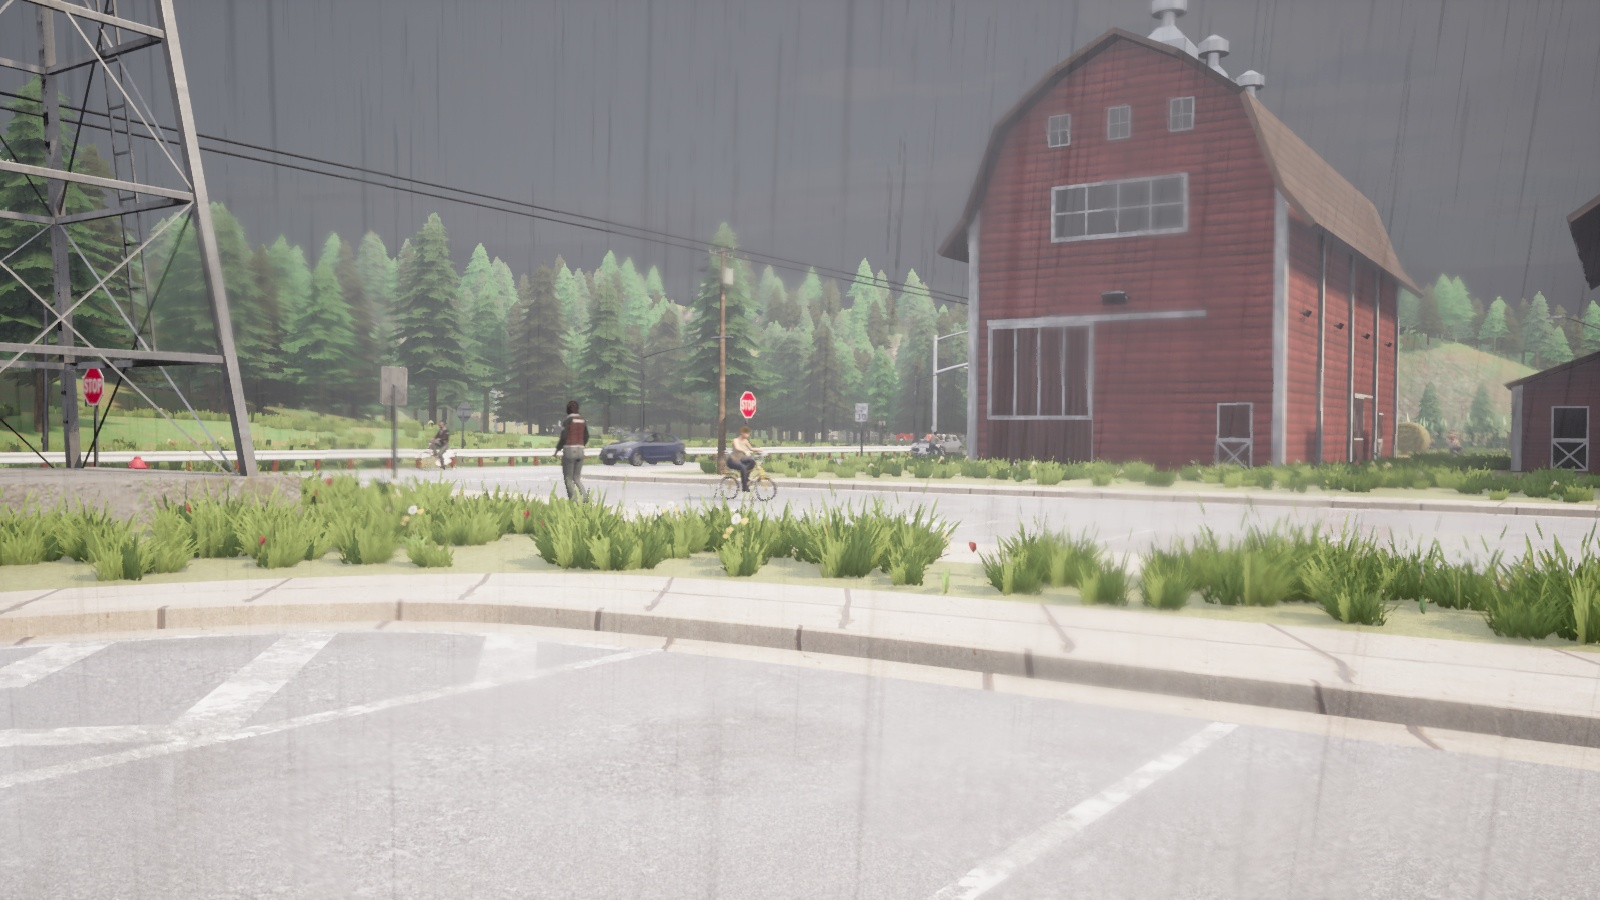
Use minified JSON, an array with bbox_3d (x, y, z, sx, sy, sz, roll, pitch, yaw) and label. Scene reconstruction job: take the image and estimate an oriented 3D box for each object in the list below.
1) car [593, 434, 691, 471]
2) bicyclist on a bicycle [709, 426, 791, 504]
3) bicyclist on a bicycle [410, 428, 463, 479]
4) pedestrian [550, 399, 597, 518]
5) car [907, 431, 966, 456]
[{"bbox_3d":[-6.699,0.073,53.653,1.816,1.474,4.193,0,1,34],"label":"car"},{"bbox_3d":[-1.075,0.311,26.828,1.509,1.612,0.866,0,1,33],"label":"bicyclist on a bicycle"},{"bbox_3d":[-12.847,0.112,44.430,0.659,1.776,1.843,0,1,30],"label":"bicyclist on a bicycle"},{"bbox_3d":[-3.753,0.137,20.799,0.666,1.930,0.402,0,1,40],"label":"pedestrian"},{"bbox_3d":[8.222,-0.410,75.623,1.970,1.475,3.806,0,1,34],"label":"car"}]
